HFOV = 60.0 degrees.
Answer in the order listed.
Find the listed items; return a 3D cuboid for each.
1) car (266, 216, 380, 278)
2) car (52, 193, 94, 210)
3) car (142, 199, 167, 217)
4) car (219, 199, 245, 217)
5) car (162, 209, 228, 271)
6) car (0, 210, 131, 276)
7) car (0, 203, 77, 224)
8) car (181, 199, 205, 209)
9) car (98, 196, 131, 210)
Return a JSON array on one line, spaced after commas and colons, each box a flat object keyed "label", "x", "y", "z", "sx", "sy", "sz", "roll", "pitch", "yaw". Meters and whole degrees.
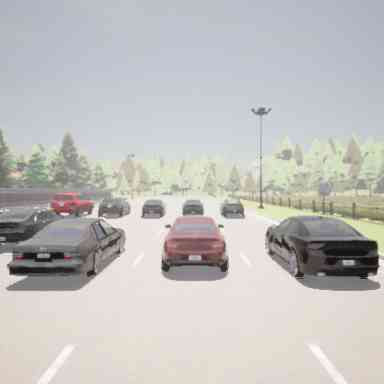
[{"label": "car", "x": 3.581, "y": 1.444, "z": 10.063, "sx": 1.882, "sy": 1.535, "sz": 5.008, "roll": 0, "pitch": 0, "yaw": 0}, {"label": "car", "x": -10.406, "y": 1.126, "z": 29.224, "sx": 2.150, "sy": 2.045, "sz": 5.566, "roll": 0, "pitch": 0, "yaw": 0}, {"label": "car", "x": -3.406, "y": 1.406, "z": 30.285, "sx": 1.837, "sy": 1.490, "sz": 4.892, "roll": 0, "pitch": 0, "yaw": 0}, {"label": "car", "x": 3.594, "y": 1.392, "z": 30.256, "sx": 2.128, "sy": 1.511, "sz": 4.902, "roll": 0, "pitch": 0, "yaw": 0}, {"label": "car", "x": 0.082, "y": 1.490, "z": 10.708, "sx": 1.812, "sy": 1.442, "sz": 4.674, "roll": 0, "pitch": 0, "yaw": 0}, {"label": "car", "x": -3.415, "y": 1.514, "z": 10.198, "sx": 2.033, "sy": 1.411, "sz": 5.357, "roll": 0, "pitch": 0, "yaw": 0}, {"label": "car", "x": -6.908, "y": 1.457, "z": 14.506, "sx": 1.837, "sy": 1.490, "sz": 4.892, "roll": 0, "pitch": 0, "yaw": 0}, {"label": "car", "x": 0.094, "y": 1.406, "z": 30.290, "sx": 1.837, "sy": 1.490, "sz": 4.892, "roll": 0, "pitch": 0, "yaw": 0}, {"label": "car", "x": -6.907, "y": 1.253, "z": 29.992, "sx": 2.097, "sy": 1.767, "sz": 4.553, "roll": 0, "pitch": 0, "yaw": 0}]
